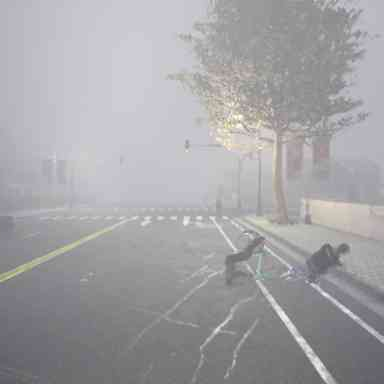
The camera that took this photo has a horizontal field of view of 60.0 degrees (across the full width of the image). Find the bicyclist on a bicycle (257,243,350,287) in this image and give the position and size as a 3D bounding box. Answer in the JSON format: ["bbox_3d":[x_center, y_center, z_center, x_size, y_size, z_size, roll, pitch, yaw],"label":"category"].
[{"bbox_3d":[2.805,1.598,7.230,1.843,0.659,1.776,4,-38,-33],"label":"bicyclist on a bicycle"}]

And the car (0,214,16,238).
[{"bbox_3d":[-9.821,1.477,14.474,2.033,1.411,5.357,0,0,0],"label":"car"}]

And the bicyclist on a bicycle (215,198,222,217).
[{"bbox_3d":[2.260,1.313,27.982,0.582,1.620,1.656,0,0,0],"label":"bicyclist on a bicycle"}]

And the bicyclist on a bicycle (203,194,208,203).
[{"bbox_3d":[2.290,1.140,55.037,0.866,1.612,1.509,0,0,0],"label":"bicyclist on a bicycle"}]

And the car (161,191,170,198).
[{"bbox_3d":[-6.470,0.509,81.160,2.097,1.767,4.553,0,0,0],"label":"car"}]

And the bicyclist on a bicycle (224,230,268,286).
[{"bbox_3d":[1.356,1.850,8.063,1.620,1.656,0.582,-33,-29,-12],"label":"bicyclist on a bicycle"}]
